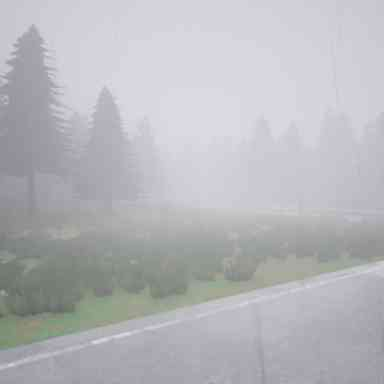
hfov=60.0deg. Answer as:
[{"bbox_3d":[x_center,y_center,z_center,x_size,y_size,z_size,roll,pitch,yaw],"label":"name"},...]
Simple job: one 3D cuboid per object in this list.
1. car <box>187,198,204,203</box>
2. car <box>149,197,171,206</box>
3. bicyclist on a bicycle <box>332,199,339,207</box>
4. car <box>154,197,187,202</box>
[{"bbox_3d":[0.082,1.804,55.202,2.128,1.511,4.902,0,0,-35],"label":"car"},{"bbox_3d":[-6.191,1.816,63.901,1.837,1.490,4.892,0,0,-36],"label":"car"},{"bbox_3d":[16.490,1.626,38.076,1.656,1.620,0.582,-11,6,-35],"label":"bicyclist on a bicycle"},{"bbox_3d":[-3.491,1.840,54.042,2.033,1.411,5.357,0,0,-35],"label":"car"}]
